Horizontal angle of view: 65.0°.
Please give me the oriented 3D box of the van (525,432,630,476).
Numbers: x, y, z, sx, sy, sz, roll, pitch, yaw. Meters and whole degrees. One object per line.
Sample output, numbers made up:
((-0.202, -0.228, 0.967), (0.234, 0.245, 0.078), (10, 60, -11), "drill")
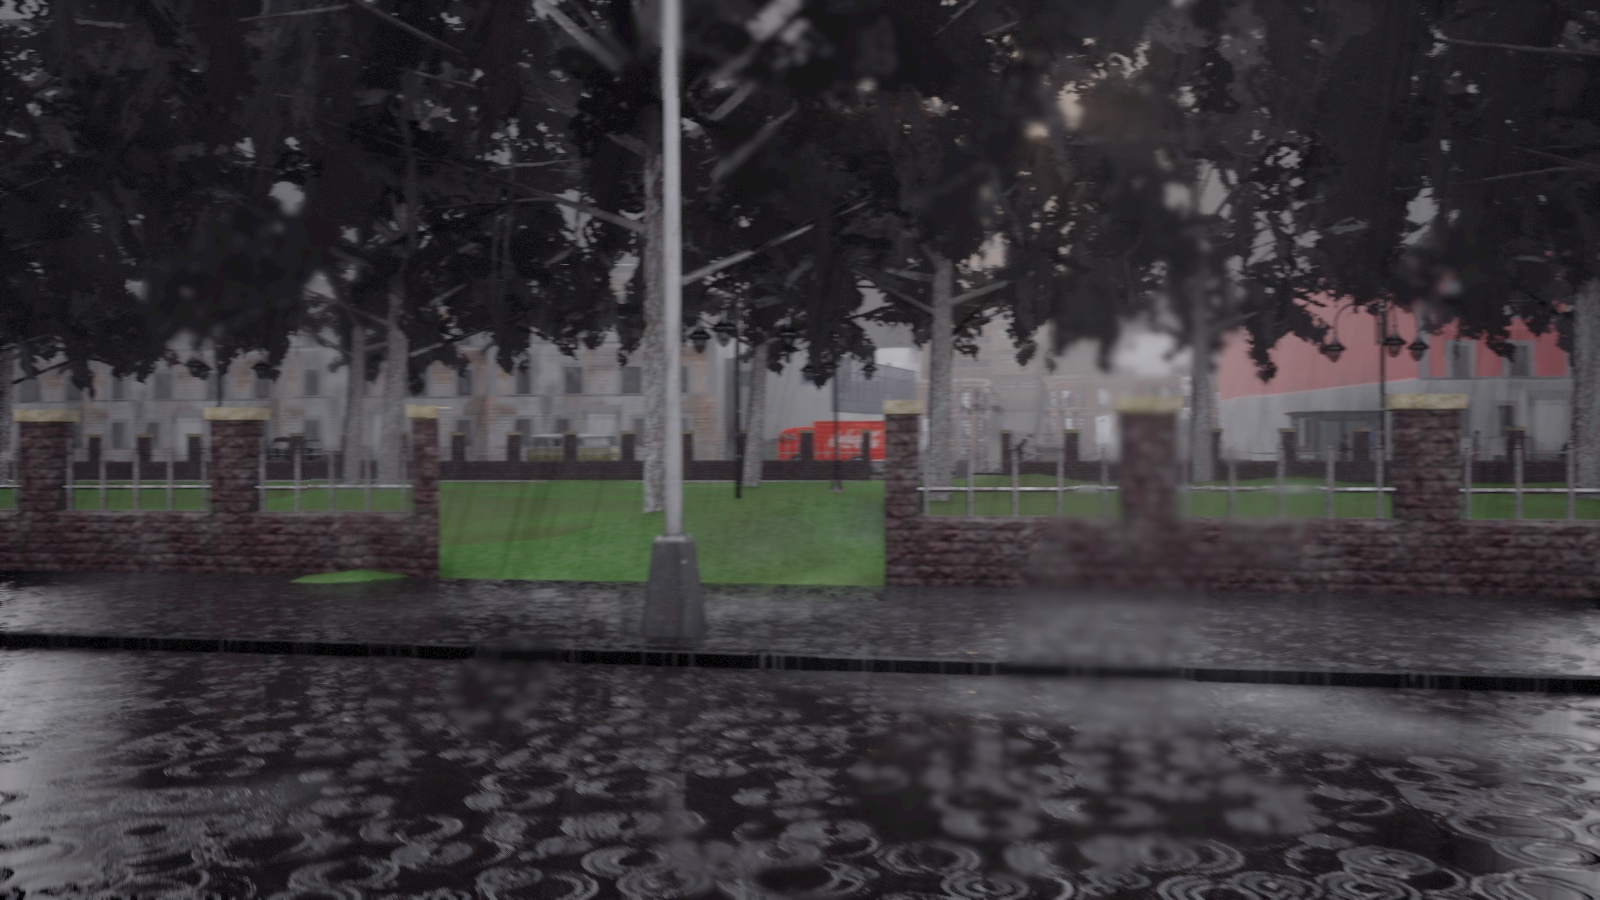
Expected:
((-10.323, 0.195, 58.427), (4.442, 1.987, 1.775), (0, 0, 11), "van")

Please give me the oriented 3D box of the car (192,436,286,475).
((-27.610, 0.274, 61.844), (3.866, 1.878, 1.905), (0, 0, 11), "car")

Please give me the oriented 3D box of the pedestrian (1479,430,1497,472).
((30.402, 0.040, 55.531), (0.614, 1.847, 0.353), (0, 0, 9), "pedestrian")

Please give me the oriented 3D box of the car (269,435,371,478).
((-21.598, 0.285, 56.579), (3.866, 1.878, 1.905), (0, 0, 11), "car")

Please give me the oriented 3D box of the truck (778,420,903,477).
((1.828, -0.069, 56.019), (5.204, 2.467, 2.627), (0, 0, 11), "truck")
